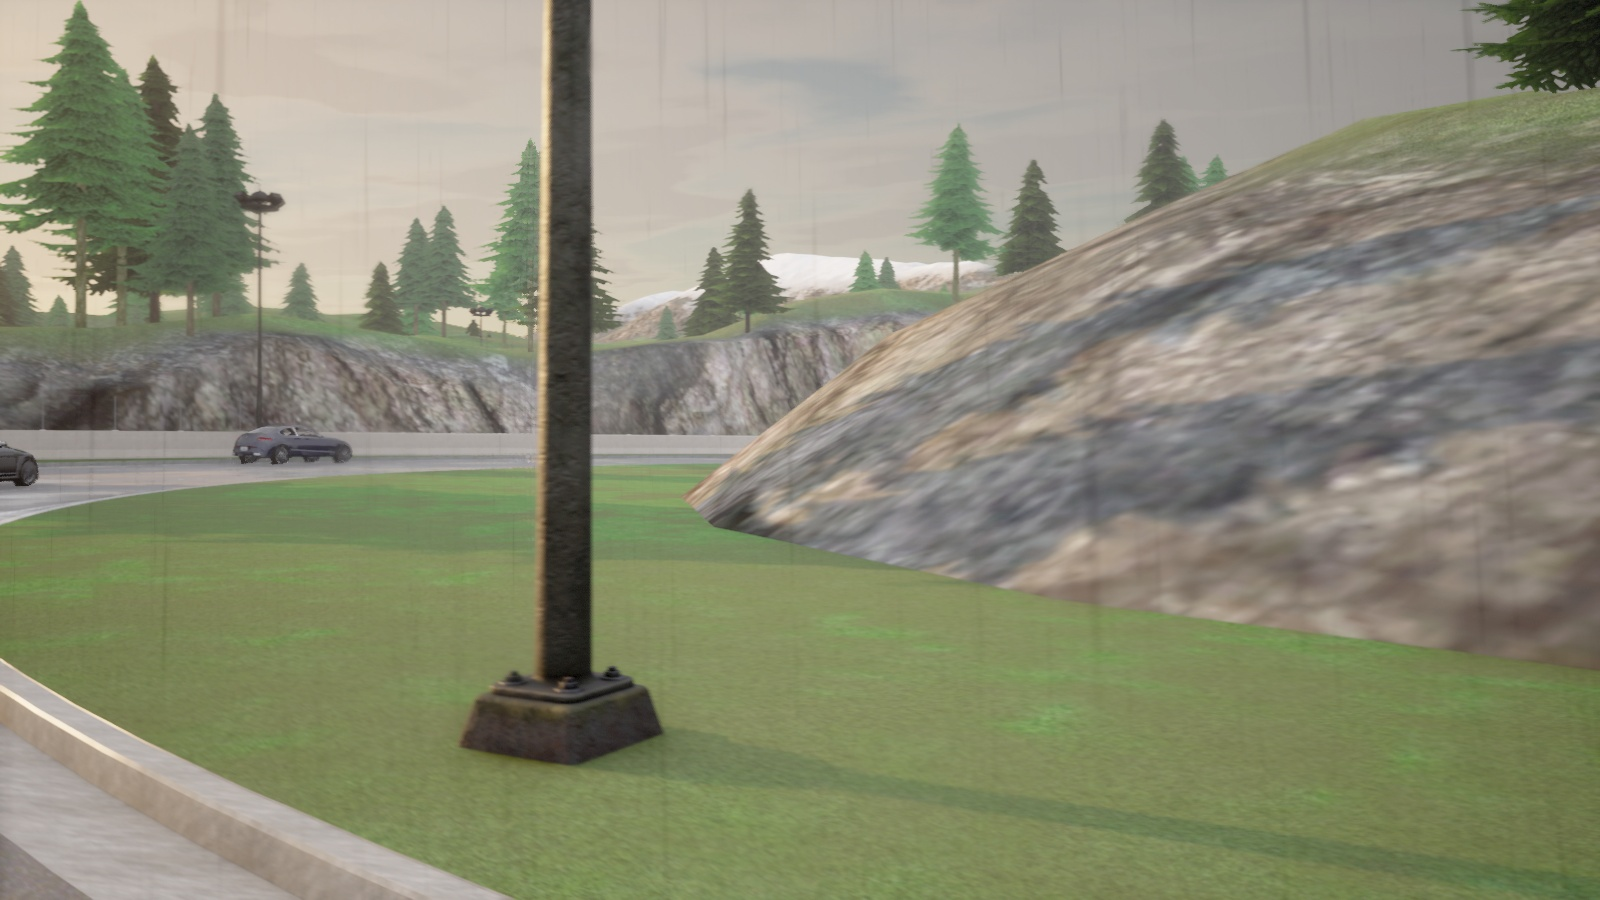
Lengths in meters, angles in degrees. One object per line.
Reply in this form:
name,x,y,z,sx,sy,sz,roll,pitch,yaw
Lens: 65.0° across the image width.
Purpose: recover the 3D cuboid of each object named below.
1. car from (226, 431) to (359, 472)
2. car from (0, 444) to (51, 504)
car,-21.408,0.015,53.211,2.152,1.651,5.027,0,1,26
car,-19.883,0.586,29.673,1.994,1.385,4.181,-1,1,-2
